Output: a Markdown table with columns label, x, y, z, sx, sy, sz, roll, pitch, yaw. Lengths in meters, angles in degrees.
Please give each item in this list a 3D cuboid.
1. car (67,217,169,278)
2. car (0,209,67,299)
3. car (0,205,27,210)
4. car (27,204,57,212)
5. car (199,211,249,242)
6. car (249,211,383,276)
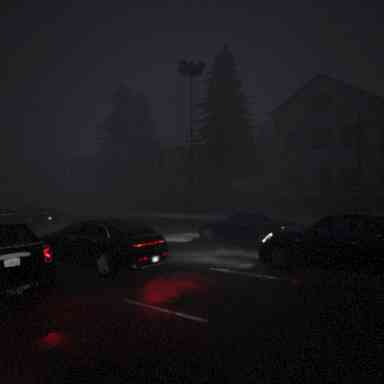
| label | x | y | z | sx | sy | sz | roll | pitch | yaw |
| --- | --- | --- | --- | --- | --- | --- | --- | --- | --- |
| car | -2.951 | 1.564 | 10.398 | 4.892 | 1.490 | 1.837 | 0 | 0 | 36 |
| car | -5.240 | 1.412 | 7.732 | 4.553 | 1.767 | 2.097 | -1 | 0 | 36 |
| car | -13.528 | 1.658 | 22.245 | 4.902 | 1.511 | 2.128 | 0 | 0 | 36 |
| car | -12.350 | 1.679 | 25.704 | 4.892 | 1.490 | 1.837 | -1 | 0 | 36 |
| car | 2.492 | 1.572 | 15.114 | 4.674 | 1.442 | 1.812 | -1 | 0 | 36 |
| car | 4.263 | 1.365 | 9.550 | 4.553 | 1.767 | 2.097 | -1 | 0 | 36 |
